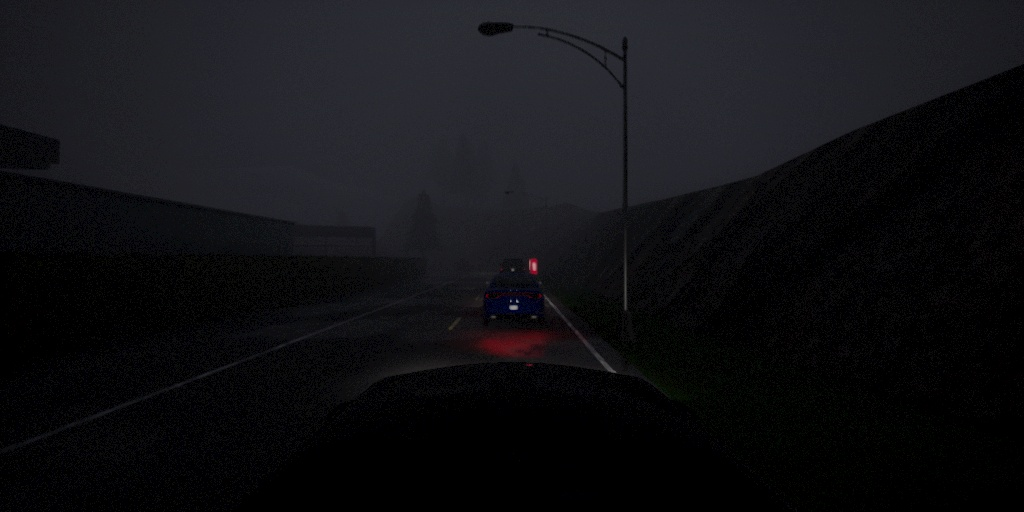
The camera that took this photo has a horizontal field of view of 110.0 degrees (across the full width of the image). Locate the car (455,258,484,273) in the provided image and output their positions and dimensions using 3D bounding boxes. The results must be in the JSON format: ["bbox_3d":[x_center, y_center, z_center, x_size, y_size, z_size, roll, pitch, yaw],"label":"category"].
[{"bbox_3d":[-6.370,1.387,53.191,2.150,2.045,5.566,3,-2,-40],"label":"car"}]

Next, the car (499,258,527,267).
[{"bbox_3d":[0.079,1.207,30.975,2.150,2.045,5.566,0,-1,0],"label":"car"}]

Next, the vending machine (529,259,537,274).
[{"bbox_3d":[2.775,1.307,46.409,1.100,2.100,0.880,0,0,-10],"label":"vending machine"}]

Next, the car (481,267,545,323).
[{"bbox_3d":[0.064,1.316,12.616,1.882,1.535,5.008,0,0,0],"label":"car"}]
